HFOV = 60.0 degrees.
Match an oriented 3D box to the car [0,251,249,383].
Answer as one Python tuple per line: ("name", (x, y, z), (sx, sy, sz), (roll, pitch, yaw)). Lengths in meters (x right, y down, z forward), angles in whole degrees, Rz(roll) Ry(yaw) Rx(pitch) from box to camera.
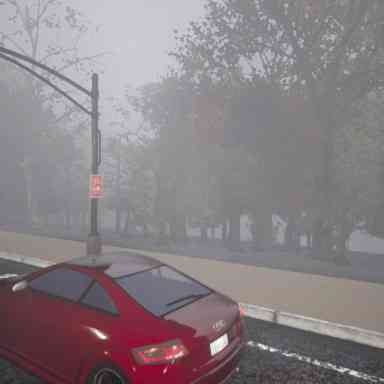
("car", (-1.347, 1.563, 4.641), (4.181, 1.385, 1.994), (0, 0, 35))
